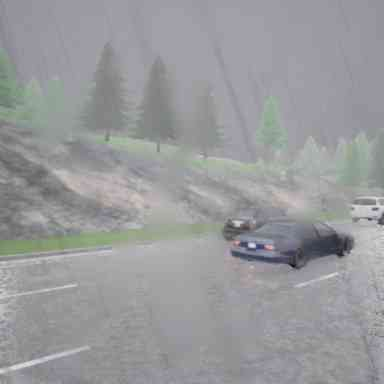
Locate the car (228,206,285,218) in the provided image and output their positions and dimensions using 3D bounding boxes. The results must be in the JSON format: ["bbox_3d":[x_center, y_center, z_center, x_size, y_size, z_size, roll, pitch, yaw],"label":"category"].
[{"bbox_3d":[3.600,1.469,16.098,4.553,1.767,2.097,0,-1,-42],"label":"car"}]

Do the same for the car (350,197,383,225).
[{"bbox_3d":[14.480,1.401,26.219,5.566,2.045,2.150,0,0,-43],"label":"car"}]

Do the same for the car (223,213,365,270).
[{"bbox_3d":[3.665,1.629,11.440,5.357,1.411,2.033,0,-1,-41],"label":"car"}]
